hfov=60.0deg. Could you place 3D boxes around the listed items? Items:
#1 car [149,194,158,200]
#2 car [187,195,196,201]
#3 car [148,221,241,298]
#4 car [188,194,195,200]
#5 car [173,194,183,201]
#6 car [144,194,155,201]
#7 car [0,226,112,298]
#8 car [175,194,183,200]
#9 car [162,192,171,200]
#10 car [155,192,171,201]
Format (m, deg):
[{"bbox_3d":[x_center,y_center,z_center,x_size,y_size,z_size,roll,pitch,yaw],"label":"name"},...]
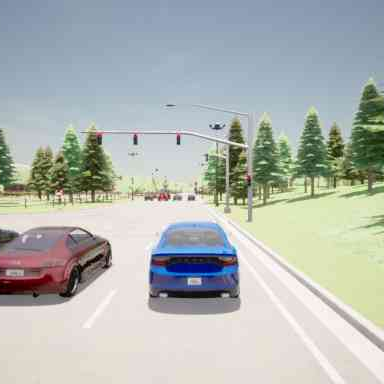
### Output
[{"bbox_3d":[-10.658,1.332,92.855,1.837,1.490,4.892,0,0,0],"label":"car"},{"bbox_3d":[-0.140,1.469,82.453,1.882,1.535,5.008,0,0,0],"label":"car"},{"bbox_3d":[0.055,1.478,8.550,1.882,1.535,5.008,0,0,0],"label":"car"},{"bbox_3d":[-0.158,1.385,92.873,1.994,1.385,4.181,0,0,0],"label":"car"},{"bbox_3d":[-3.641,1.346,82.800,2.097,1.767,4.553,0,0,0],"label":"car"},{"bbox_3d":[-10.640,1.491,82.435,1.837,1.490,4.892,0,0,0],"label":"car"},{"bbox_3d":[-3.451,1.564,8.578,1.994,1.385,4.181,0,0,1],"label":"car"},{"bbox_3d":[-3.658,1.385,92.867,1.994,1.385,4.181,0,0,0],"label":"car"},{"bbox_3d":[-7.158,1.057,92.891,2.150,2.045,5.566,0,0,0],"label":"car"},{"bbox_3d":[-7.141,1.217,82.471,2.150,2.045,5.566,0,0,0],"label":"car"}]
